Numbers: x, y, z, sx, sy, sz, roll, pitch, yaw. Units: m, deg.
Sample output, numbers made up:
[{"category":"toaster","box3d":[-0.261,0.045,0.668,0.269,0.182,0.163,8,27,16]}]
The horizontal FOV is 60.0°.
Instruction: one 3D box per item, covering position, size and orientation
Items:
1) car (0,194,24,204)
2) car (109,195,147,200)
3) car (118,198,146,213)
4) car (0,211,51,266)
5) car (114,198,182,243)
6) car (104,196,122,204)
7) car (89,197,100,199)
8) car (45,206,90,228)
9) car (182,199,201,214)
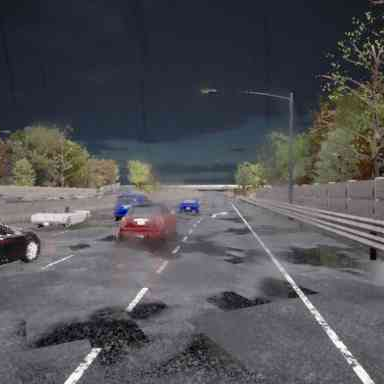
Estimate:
[{"category":"car","box3d":[-24.234,1.359,43.874,2.097,1.767,4.553,0,0,6]},{"category":"car","box3d":[-4.522,1.224,26.643,2.150,2.045,5.566,0,0,5]},{"category":"car","box3d":[-6.915,1.482,38.910,1.882,1.535,5.008,0,0,5]},{"category":"car","box3d":[-6.120,1.503,9.191,1.837,1.490,4.892,0,0,5]},{"category":"car","box3d":[-1.955,1.351,16.294,2.097,1.767,4.553,0,0,5]},{"category":"car","box3d":[-15.261,1.563,64.379,1.812,1.442,4.674,0,0,6]},{"category":"car","box3d":[-18.857,1.635,63.437,1.895,1.301,4.718,0,0,6]},{"category":"car","box3d":[-8.460,1.601,22.021,1.895,1.301,4.718,0,0,5]},{"category":"car","box3d":[-0.147,1.481,36.059,1.882,1.535,5.008,0,0,5]}]
